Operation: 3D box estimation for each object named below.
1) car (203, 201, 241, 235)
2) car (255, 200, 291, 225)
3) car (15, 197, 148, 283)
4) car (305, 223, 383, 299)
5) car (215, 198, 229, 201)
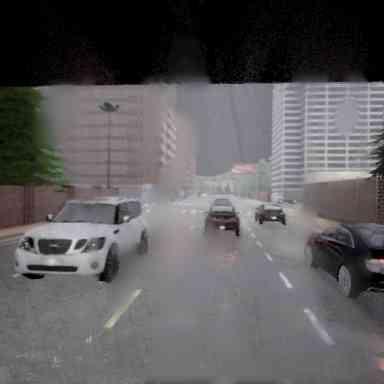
[{"bbox_3d":[1.724,1.521,19.025,1.837,1.490,4.892,1,0,5],"label":"car"},{"bbox_3d":[5.745,1.588,24.712,1.812,1.442,4.674,1,0,5],"label":"car"},{"bbox_3d":[-2.827,1.184,10.029,2.150,2.045,5.566,1,0,5],"label":"car"},{"bbox_3d":[4.307,1.541,8.490,2.128,1.511,4.902,1,0,5],"label":"car"},{"bbox_3d":[2.848,1.378,31.712,2.097,1.767,4.553,1,0,5],"label":"car"}]
